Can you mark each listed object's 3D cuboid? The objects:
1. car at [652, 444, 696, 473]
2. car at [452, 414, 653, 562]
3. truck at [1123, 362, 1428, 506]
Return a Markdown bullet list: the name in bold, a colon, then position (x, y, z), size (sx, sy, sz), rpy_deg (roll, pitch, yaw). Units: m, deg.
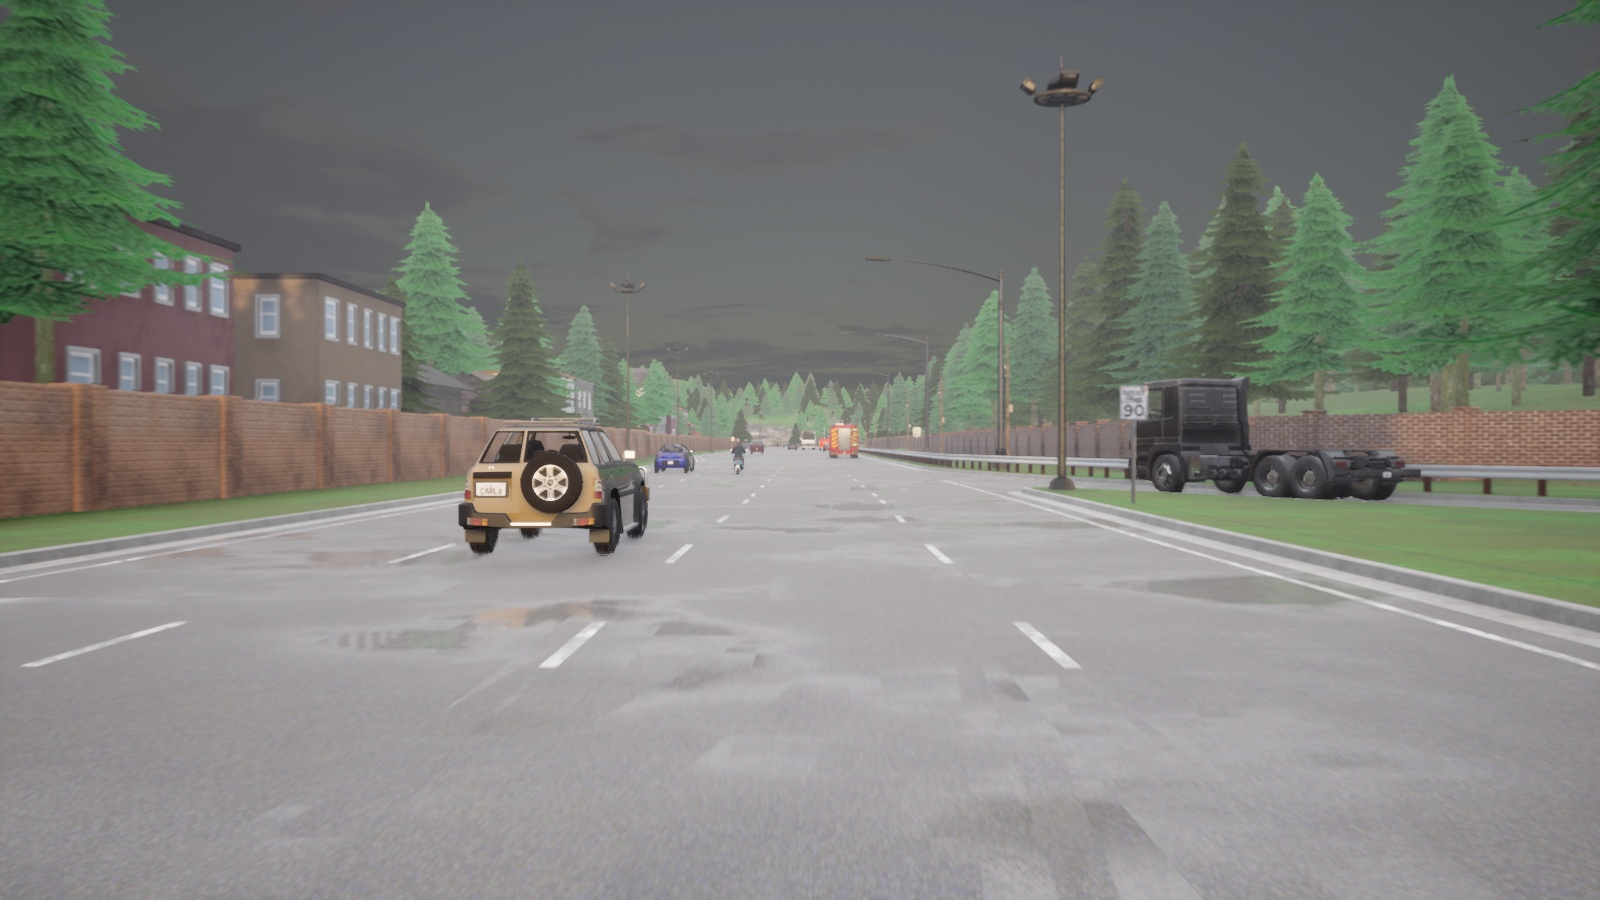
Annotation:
- **car**: position (-6.426, 0.410, 64.559), size (1.816, 1.474, 4.193), rpy_deg (0, 0, 0)
- **car**: position (-3.375, 0.464, 18.034), size (1.932, 1.855, 4.605), rpy_deg (0, 0, 1)
- **truck**: position (12.709, -0.409, 34.463), size (2.891, 3.462, 7.936), rpy_deg (0, 0, -27)
